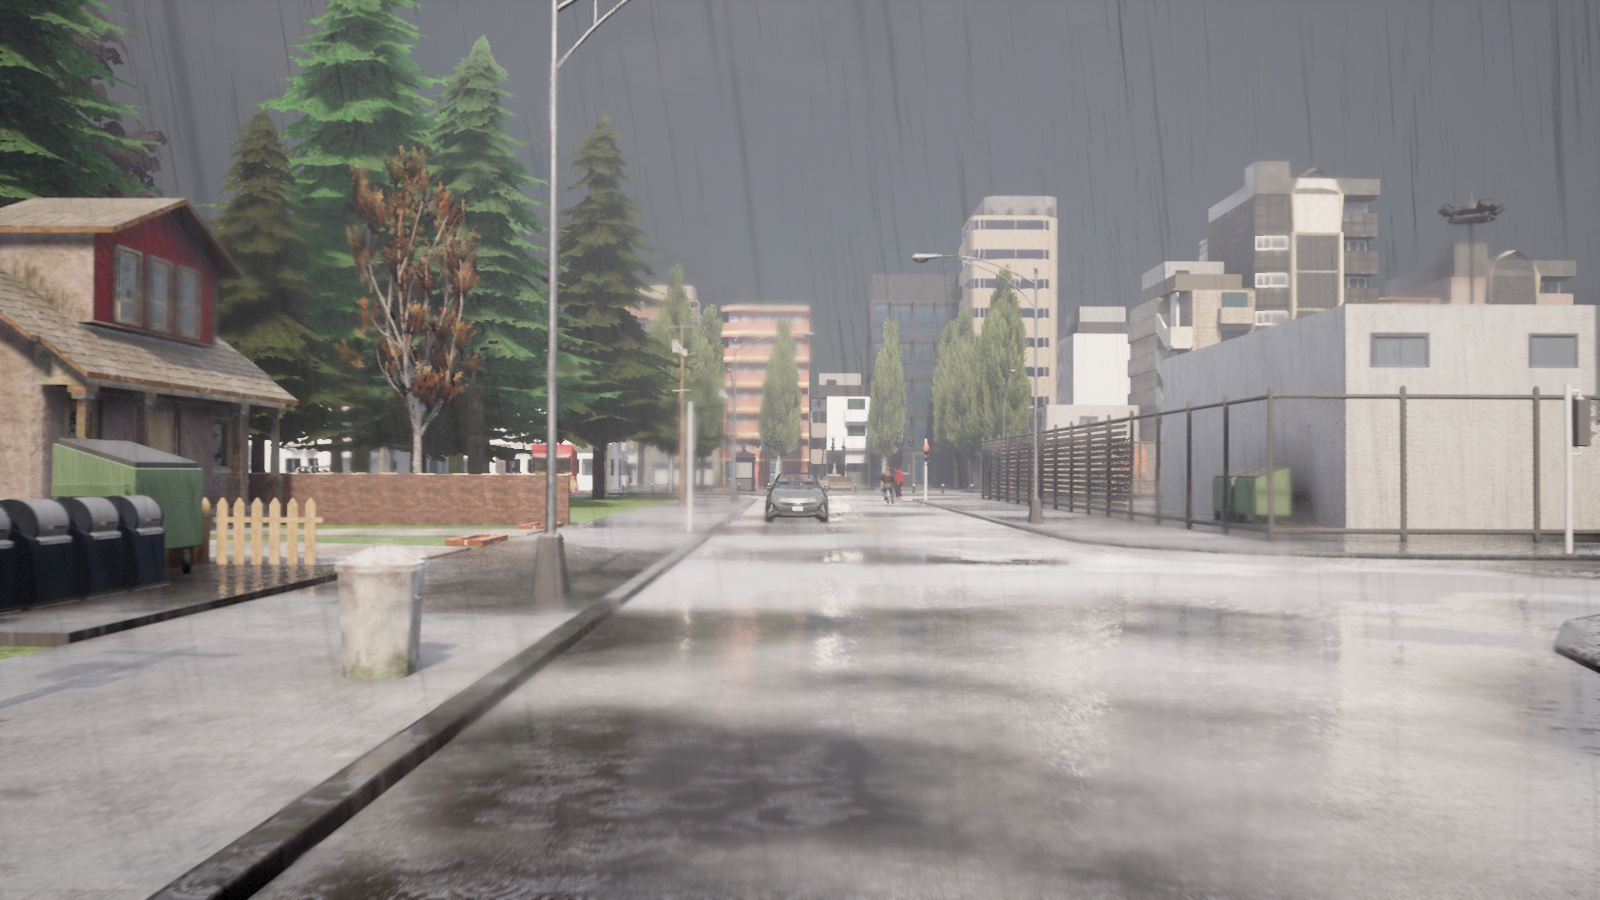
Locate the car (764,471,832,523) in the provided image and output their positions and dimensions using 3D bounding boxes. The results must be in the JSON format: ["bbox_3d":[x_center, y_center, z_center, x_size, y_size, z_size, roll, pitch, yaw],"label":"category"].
[{"bbox_3d":[-0.087,1.419,39.254,2.007,1.525,4.514,0,-1,-1],"label":"car"}]

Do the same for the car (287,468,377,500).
[{"bbox_3d":[-27.552,1.981,74.038,4.605,1.855,1.932,0,-1,0],"label":"car"}]

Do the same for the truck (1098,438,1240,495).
[{"bbox_3d":[22.888,1.050,78.192,7.936,3.462,2.891,0,-1,0],"label":"truck"}]

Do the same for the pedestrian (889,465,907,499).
[{"bbox_3d":[5.312,1.732,68.207,0.899,1.844,0.634,0,-1,0],"label":"pedestrian"}]
